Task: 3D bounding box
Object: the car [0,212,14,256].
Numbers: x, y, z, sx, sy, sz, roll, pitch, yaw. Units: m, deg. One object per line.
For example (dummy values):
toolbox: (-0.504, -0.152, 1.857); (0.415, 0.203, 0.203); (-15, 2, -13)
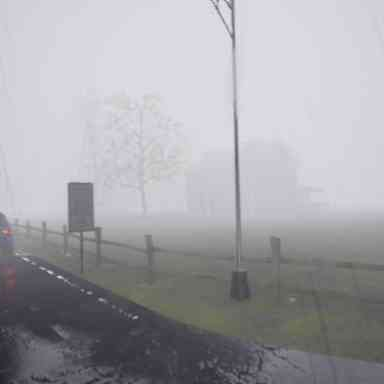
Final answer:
car: (-10.147, 1.985, 15.968); (2.150, 2.045, 5.566); (0, -3, -38)
